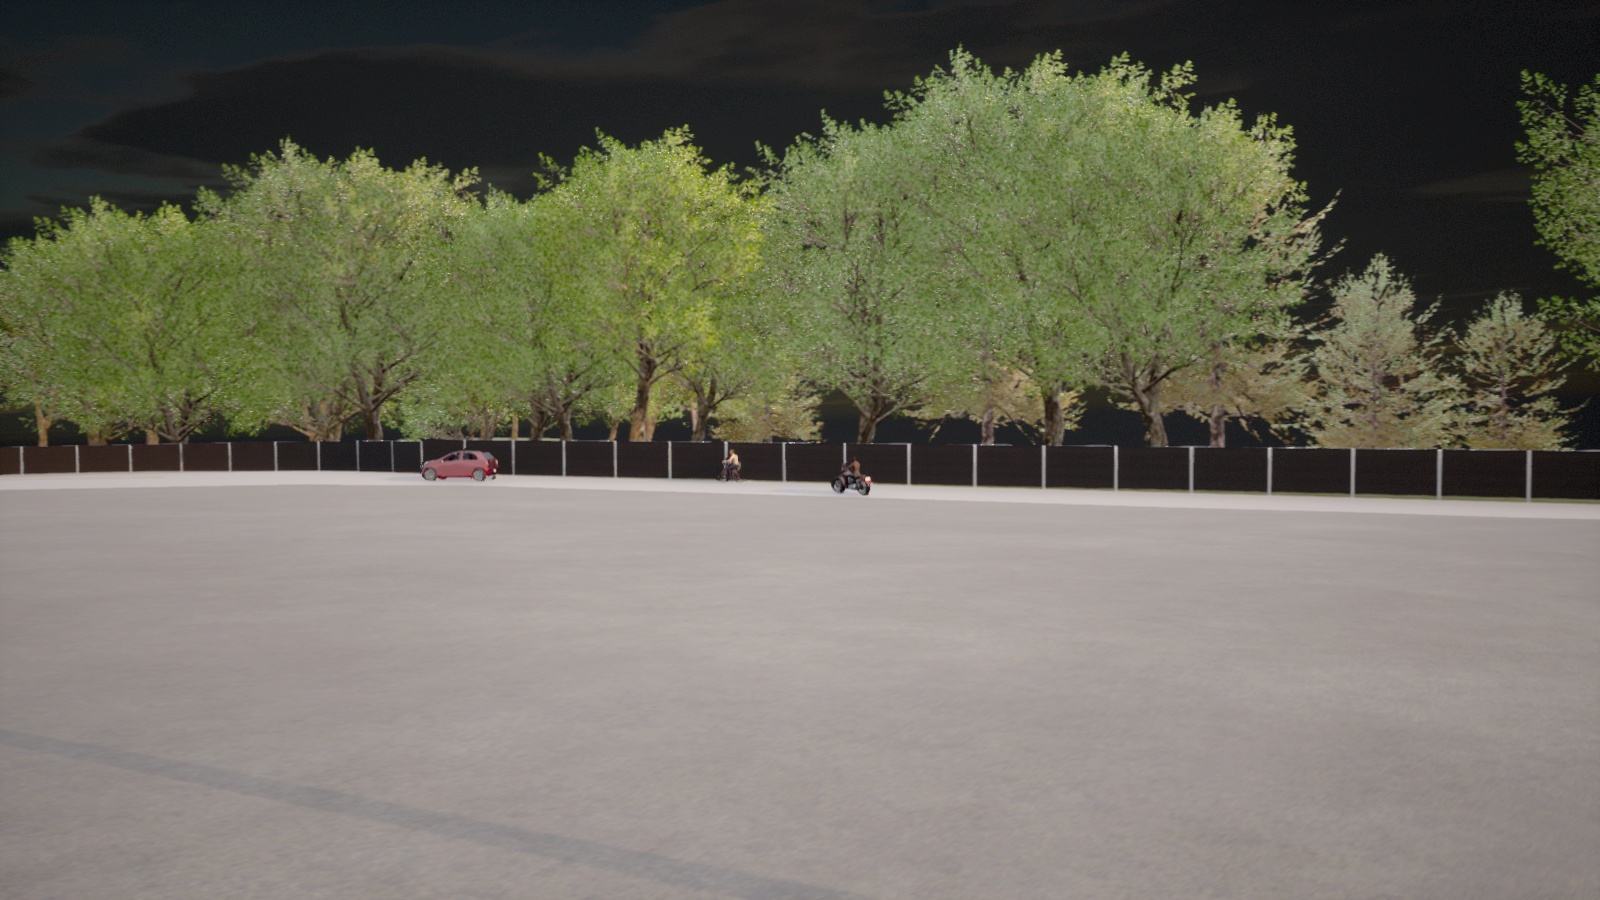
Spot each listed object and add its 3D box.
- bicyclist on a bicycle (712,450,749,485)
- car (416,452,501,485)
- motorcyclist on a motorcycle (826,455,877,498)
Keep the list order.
[{"bbox_3d":[-3.306,0.824,59.715,1.509,1.612,0.866,1,2,31],"label":"bicyclist on a bicycle"},{"bbox_3d":[-16.808,0.907,61.904,3.633,1.501,1.845,0,2,7],"label":"car"},{"bbox_3d":[2.123,1.081,52.292,0.766,1.649,2.350,-2,3,-37],"label":"motorcyclist on a motorcycle"}]
